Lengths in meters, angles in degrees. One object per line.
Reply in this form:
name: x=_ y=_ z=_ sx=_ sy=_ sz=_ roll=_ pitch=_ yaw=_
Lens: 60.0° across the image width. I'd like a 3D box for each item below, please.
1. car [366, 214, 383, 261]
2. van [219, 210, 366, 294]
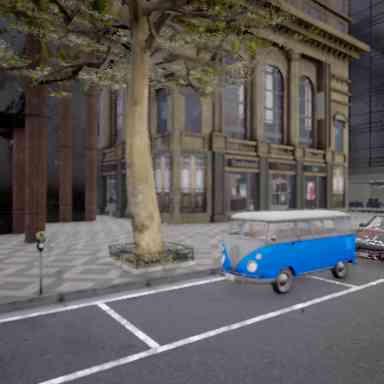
car: x=7.153 y=1.506 z=11.868 sx=4.097 sy=1.590 sz=1.967 roll=0 pitch=0 yaw=-35
van: x=2.562 y=1.377 z=8.594 sx=3.998 sy=1.788 sz=1.690 roll=0 pitch=0 yaw=-35
